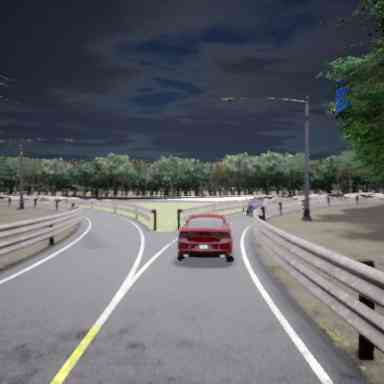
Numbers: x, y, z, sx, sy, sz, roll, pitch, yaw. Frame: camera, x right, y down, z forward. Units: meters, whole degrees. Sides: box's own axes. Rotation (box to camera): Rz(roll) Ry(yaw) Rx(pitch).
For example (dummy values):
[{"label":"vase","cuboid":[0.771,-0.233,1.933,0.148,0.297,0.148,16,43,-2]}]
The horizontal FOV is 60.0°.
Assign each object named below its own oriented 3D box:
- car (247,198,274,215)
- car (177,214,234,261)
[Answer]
[{"label":"car","cuboid":[7.599,1.534,36.738,2.097,1.767,4.553,0,0,26]},{"label":"car","cuboid":[0.614,1.609,12.975,1.882,1.535,5.008,0,-1,5]}]
